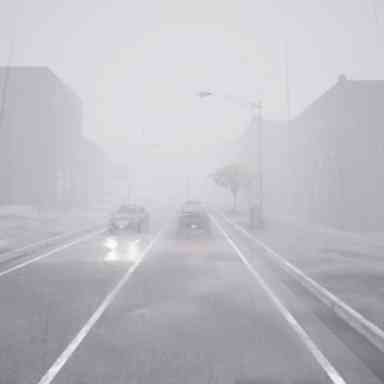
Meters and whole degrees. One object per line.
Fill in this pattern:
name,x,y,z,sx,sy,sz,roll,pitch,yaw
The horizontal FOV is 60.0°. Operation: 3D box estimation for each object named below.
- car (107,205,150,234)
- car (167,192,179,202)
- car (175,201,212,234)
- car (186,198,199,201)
car,-3.605,1.509,19.558,2.128,1.511,4.902,0,0,0
car,-3.555,0.869,61.577,1.837,1.490,4.892,0,1,0
car,0.093,1.522,19.452,1.837,1.490,4.892,0,0,0
car,0.076,1.440,37.517,1.837,1.490,4.892,0,1,0
